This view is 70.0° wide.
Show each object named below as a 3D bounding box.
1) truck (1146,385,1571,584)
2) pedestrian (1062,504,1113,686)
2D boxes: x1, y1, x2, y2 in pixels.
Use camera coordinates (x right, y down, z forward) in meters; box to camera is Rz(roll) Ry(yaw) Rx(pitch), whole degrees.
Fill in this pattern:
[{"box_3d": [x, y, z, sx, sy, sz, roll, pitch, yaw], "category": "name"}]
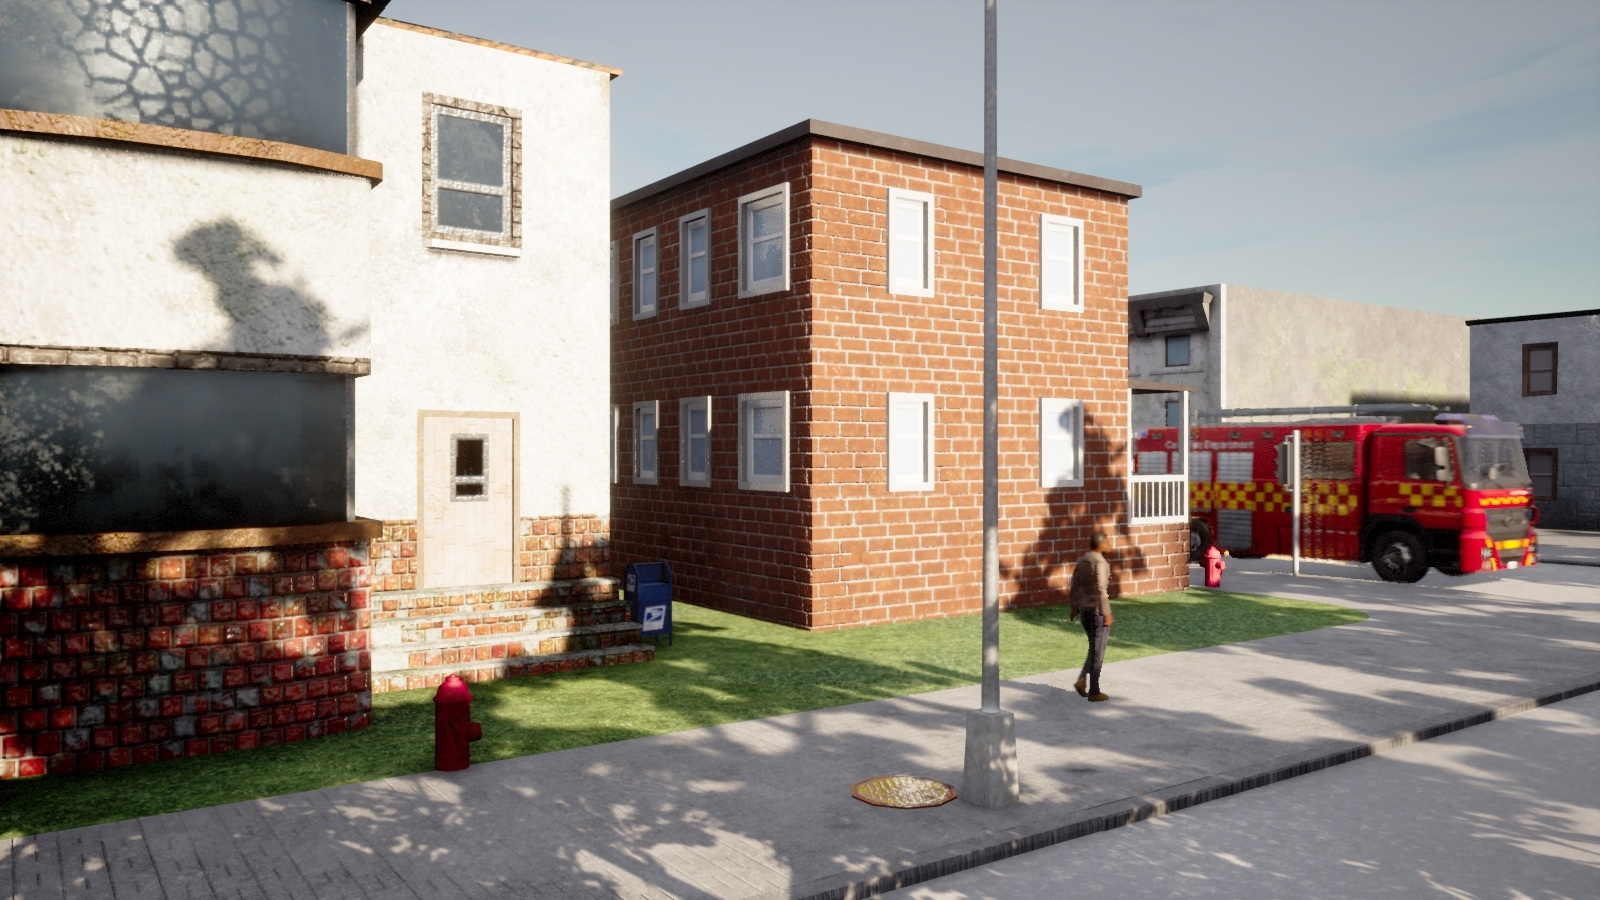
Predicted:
[{"box_3d": [12.376, 0.670, 26.327, 2.891, 3.827, 8.468, 0, 0, -35], "category": "truck"}, {"box_3d": [3.048, 1.517, 12.117, 0.375, 1.860, 0.375, 0, 0, -24], "category": "pedestrian"}]
